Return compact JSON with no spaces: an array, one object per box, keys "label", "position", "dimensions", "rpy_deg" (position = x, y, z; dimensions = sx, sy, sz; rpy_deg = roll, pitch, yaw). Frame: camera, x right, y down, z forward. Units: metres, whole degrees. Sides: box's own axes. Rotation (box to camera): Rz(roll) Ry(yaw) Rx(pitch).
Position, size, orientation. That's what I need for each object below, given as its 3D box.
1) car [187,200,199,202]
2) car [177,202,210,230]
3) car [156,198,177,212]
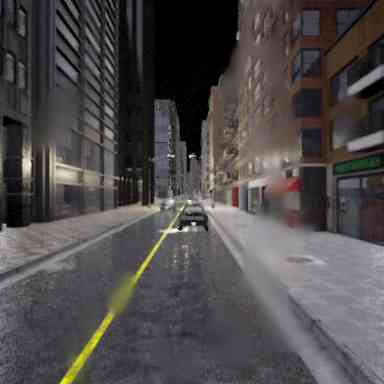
[{"label":"car","position":[0.095,1.729,40.397],"dimensions":[2.128,1.511,4.902],"rpy_deg":[0,0,0]},{"label":"car","position":[0.097,1.637,22.085],"dimensions":[1.837,1.490,4.892],"rpy_deg":[0,0,0]},{"label":"car","position":[-3.006,1.742,42.427],"dimensions":[2.128,1.511,4.902],"rpy_deg":[0,0,0]}]
